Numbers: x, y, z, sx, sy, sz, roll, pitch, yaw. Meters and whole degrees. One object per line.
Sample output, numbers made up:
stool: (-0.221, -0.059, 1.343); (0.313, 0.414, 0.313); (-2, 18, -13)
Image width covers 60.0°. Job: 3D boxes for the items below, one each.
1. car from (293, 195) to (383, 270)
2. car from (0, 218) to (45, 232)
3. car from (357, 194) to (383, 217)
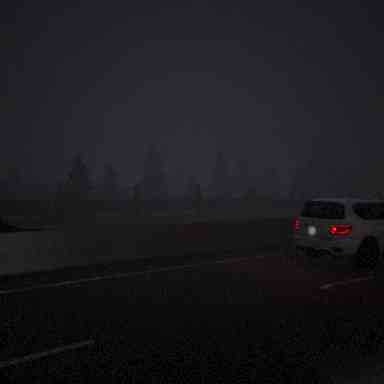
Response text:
car: (5.954, 1.217, 11.193); (5.566, 2.045, 2.150); (0, 0, -28)
car: (-7.589, 1.550, 11.339); (4.718, 1.301, 1.895); (0, 0, -35)
car: (18.824, 1.263, 31.637); (5.566, 2.045, 2.150); (0, 0, -16)
